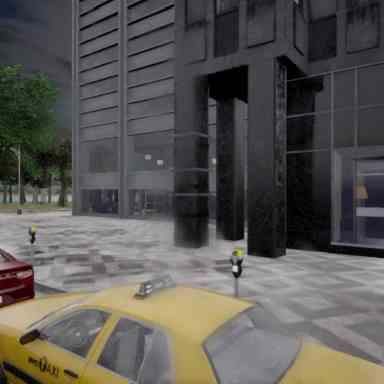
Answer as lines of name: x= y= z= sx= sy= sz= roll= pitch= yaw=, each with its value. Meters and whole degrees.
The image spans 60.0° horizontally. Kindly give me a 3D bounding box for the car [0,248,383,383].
car: x=-0.558 y=1.525 z=3.361 sx=4.829 sy=1.417 sz=1.752 roll=0 pitch=0 yaw=36
